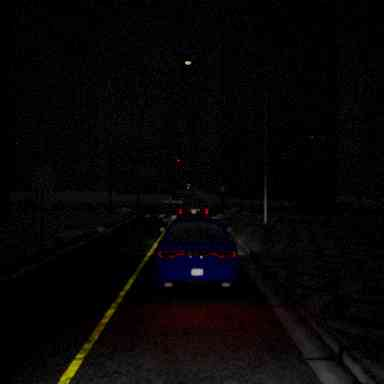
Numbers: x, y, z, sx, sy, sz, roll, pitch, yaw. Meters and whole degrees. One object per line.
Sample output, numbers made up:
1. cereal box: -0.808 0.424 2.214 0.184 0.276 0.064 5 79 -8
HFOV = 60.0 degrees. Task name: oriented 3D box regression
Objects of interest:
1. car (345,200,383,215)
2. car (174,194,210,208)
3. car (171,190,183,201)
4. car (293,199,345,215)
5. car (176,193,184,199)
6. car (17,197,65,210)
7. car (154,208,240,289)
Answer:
1. car: 17.978 1.600 32.641 4.829 1.417 1.752 1 -1 0
2. car: 0.141 1.201 21.970 2.097 1.767 4.553 0 0 1
3. car: -2.950 0.762 67.071 2.150 2.045 5.566 0 1 0
4. car: 12.165 1.551 32.646 4.313 1.339 1.947 1 -1 0
5. car: -2.932 0.952 83.436 1.812 1.442 4.674 0 0 0
6. car: -14.743 1.143 32.573 4.403 1.369 2.008 1 0 0
7. car: 0.109 1.415 9.049 1.882 1.535 5.008 0 0 0
